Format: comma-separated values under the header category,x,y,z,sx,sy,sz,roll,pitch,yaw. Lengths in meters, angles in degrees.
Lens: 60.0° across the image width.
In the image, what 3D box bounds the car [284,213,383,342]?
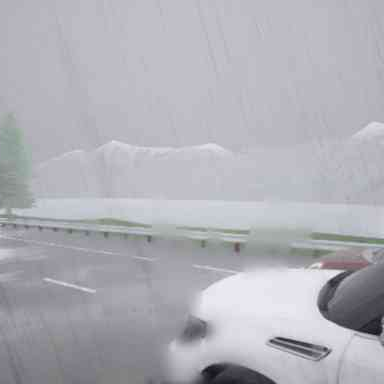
category,x,y,z,sx,sy,sz,roll,pitch,yaw
car,4.076,1.350,5.368,4.553,1.767,2.097,0,0,36

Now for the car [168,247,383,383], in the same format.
category,x,y,z,sx,sy,sz,roll,pitch,yaw
car,2.427,1.220,2.249,5.566,2.045,2.150,0,0,36
